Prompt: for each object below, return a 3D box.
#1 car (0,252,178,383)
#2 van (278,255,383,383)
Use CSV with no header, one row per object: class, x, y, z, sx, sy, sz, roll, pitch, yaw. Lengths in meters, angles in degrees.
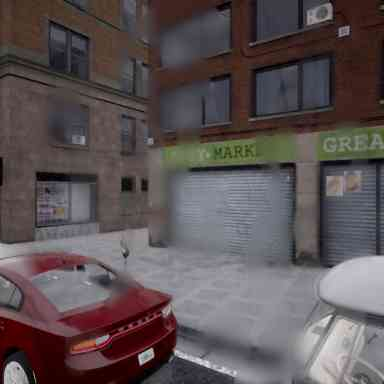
car,-2.282,1.544,4.701,4.507,1.381,1.887,0,0,35
van,2.328,1.341,1.417,3.998,1.788,1.690,0,0,35
